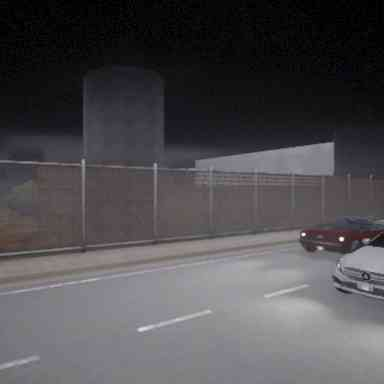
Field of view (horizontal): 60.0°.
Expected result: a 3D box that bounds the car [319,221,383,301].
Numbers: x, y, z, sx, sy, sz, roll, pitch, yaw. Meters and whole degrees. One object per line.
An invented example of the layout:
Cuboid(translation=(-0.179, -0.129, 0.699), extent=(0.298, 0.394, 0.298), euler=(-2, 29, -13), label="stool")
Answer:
Cuboid(translation=(5.177, 1.524, 7.618), extent=(4.674, 1.442, 1.812), euler=(0, 0, -35), label="car")

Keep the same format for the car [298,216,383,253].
Cuboid(translation=(6.161, 1.599, 12.571), extent=(4.718, 1.301, 1.895), euler=(0, 0, -35), label="car")
